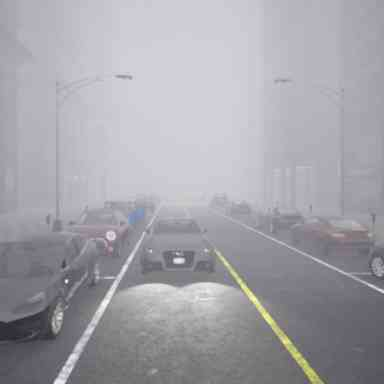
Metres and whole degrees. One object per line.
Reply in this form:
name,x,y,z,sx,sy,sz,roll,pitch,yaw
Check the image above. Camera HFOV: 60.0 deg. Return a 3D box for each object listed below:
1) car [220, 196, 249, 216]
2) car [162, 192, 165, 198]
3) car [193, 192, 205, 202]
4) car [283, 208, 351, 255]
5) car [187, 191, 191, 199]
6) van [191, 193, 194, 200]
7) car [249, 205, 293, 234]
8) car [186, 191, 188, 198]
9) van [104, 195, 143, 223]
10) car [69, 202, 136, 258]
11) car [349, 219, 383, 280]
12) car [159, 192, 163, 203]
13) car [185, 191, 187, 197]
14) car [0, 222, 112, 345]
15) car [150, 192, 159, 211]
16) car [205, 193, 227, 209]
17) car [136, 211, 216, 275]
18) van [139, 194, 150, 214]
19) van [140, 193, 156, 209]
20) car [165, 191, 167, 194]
car,4.013,1.367,29.502,1.887,1.381,4.507,0,0,-4
car,-7.141,1.170,68.281,1.947,1.339,4.313,0,0,-4
car,1.730,1.161,63.412,1.752,1.417,4.829,0,0,-4
car,5.148,1.506,12.633,1.802,1.307,4.206,0,0,-4
car,0.606,0.990,80.113,1.967,1.590,4.097,0,0,-4
van,1.363,0.949,68.865,1.690,1.788,3.998,0,0,-4
car,4.770,1.441,18.256,2.008,1.369,4.403,0,0,-4
car,0.217,1.046,85.906,1.752,1.417,4.829,0,0,-4
van,-3.735,1.227,17.666,1.690,1.788,3.998,0,0,-4
car,-3.357,1.361,12.043,1.967,1.590,4.097,0,0,-4
car,5.527,1.510,7.009,2.008,1.369,4.403,0,0,-4
car,-6.384,1.207,57.034,1.887,1.381,4.507,0,0,-4
car,-0.150,1.044,91.360,2.008,1.369,4.403,0,0,-4
car,-2.978,1.522,6.420,1.947,1.339,4.313,0,0,-4
car,-4.871,1.101,34.537,2.192,1.841,5.009,0,0,-4
car,3.256,1.073,40.747,2.192,1.841,5.009,0,0,-4
car,-0.468,1.498,10.203,1.994,1.385,4.181,0,0,-4
van,-4.114,1.194,23.290,1.690,1.788,3.998,0,0,-4
van,-5.249,1.095,40.160,1.690,1.788,3.998,0,0,-4
car,-8.655,1.056,90.777,1.947,1.339,4.313,0,0,-4
